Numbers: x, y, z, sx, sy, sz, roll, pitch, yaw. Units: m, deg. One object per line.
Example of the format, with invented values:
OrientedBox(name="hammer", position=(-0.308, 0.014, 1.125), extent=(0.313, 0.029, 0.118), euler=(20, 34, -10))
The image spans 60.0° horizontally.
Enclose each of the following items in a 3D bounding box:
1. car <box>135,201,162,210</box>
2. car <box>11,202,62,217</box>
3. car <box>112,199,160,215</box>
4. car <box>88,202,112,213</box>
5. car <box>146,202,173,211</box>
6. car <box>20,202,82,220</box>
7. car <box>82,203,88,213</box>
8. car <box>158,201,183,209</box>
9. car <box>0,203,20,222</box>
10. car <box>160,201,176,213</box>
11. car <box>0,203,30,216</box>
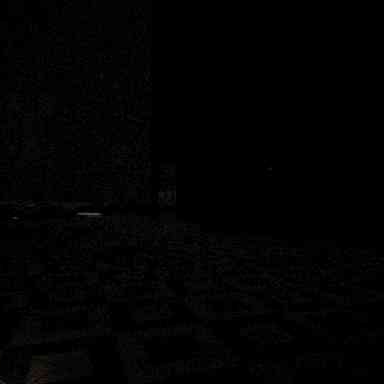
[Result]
OrientedBox(name="car", position=(-7.024, 2.210, 54.144), extent=(2.008, 1.369, 4.403), euler=(-1, -2, 35))
OrientedBox(name="car", position=(-16.714, 1.852, 35.949), extent=(1.812, 1.442, 4.674), euler=(0, -1, 36))
OrientedBox(name="car", position=(-6.640, 1.791, 40.006), extent=(2.192, 1.841, 5.009), euler=(-1, -2, 35))
OrientedBox(name="car", position=(-10.929, 2.012, 44.045), extent=(1.812, 1.442, 4.674), euler=(0, -1, 35))
OrientedBox(name="car", position=(-5.071, 2.217, 52.198), extent=(1.994, 1.385, 4.181), euler=(0, -1, 37))
OrientedBox(name="car", position=(-13.094, 1.824, 30.948), extent=(1.752, 1.417, 4.829), euler=(-1, -2, 35))
OrientedBox(name="car", position=(-13.576, 2.016, 44.955), extent=(1.887, 1.381, 4.507), euler=(-1, -2, 35))
OrientedBox(name="car", position=(-3.747, 2.305, 58.739), extent=(2.008, 1.369, 4.403), euler=(-1, -2, 35))
OrientedBox(name="car", position=(-16.468, 1.774, 26.214), extent=(1.947, 1.339, 4.313), euler=(-1, -2, 35))
OrientedBox(name="car", position=(-3.363, 2.114, 44.595), extent=(1.887, 1.381, 4.507), euler=(-1, -2, 35))
OrientedBox(name="car", position=(-20.128, 1.842, 35.765), extent=(2.008, 1.369, 4.403), euler=(-1, -1, 35))
